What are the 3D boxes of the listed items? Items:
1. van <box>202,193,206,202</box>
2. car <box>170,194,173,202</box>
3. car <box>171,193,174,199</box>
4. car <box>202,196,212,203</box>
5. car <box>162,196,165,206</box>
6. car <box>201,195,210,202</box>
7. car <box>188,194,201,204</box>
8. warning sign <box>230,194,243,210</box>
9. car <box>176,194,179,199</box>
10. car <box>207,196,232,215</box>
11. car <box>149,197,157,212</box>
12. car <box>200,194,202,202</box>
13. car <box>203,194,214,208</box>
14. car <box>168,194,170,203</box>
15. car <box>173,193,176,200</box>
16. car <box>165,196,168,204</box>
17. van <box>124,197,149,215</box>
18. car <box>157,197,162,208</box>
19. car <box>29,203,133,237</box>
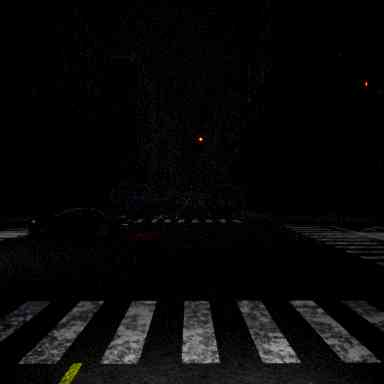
[{"bbox_3d":[2.950,1.344,56.057,1.690,1.788,3.998,0,0,0],"label":"van"},{"bbox_3d":[-5.517,1.566,67.431,1.947,1.339,4.313,0,0,0],"label":"car"},{"bbox_3d":[-5.488,1.543,73.099,1.887,1.381,4.507,0,0,0],"label":"car"},{"bbox_3d":[3.009,1.551,67.395,2.008,1.369,4.403,0,0,0],"label":"car"},{"bbox_3d":[-5.604,1.585,50.427,1.802,1.307,4.206,0,0,0],"label":"car"},{"bbox_3d":[3.067,1.437,78.734,1.967,1.590,4.097,0,0,0],"label":"car"},{"bbox_3d":[0.324,1.565,63.753,1.994,1.385,4.181,0,0,0],"label":"car"},{"bbox_3d":[5.266,1.118,39.362,1.300,1.860,1.060,0,0,0],"label":"warning sign"},{"bbox_3d":[-5.401,1.307,90.104,2.192,1.841,5.009,0,0,0],"label":"car"},{"bbox_3d":[2.834,1.442,33.380,1.967,1.590,4.097,0,0,0],"label":"car"},{"bbox_3d":[-5.662,1.443,39.090,1.967,1.590,4.097,0,0,0],"label":"car"},{"bbox_3d":[2.980,1.527,61.896,1.752,1.417,4.829,0,0,0],"label":"car"},{"bbox_3d":[2.892,1.443,44.718,1.967,1.590,4.097,0,0,0],"label":"car"},{"bbox_3d":[-5.547,1.527,61.593,1.752,1.417,4.829,0,0,0],"label":"car"},{"bbox_3d":[-5.460,1.522,78.598,1.752,1.417,4.829,0,0,0],"label":"car"},{"bbox_3d":[-5.575,1.568,56.095,1.947,1.339,4.313,0,0,0],"label":"car"},{"bbox_3d":[-5.692,1.343,33.422,1.690,1.788,3.998,0,0,0],"label":"van"},{"bbox_3d":[-5.633,1.569,44.758,1.947,1.339,4.313,0,0,0],"label":"car"},{"bbox_3d":[-5.848,1.489,17.366,4.902,1.511,2.128,0,0,0],"label":"car"}]
